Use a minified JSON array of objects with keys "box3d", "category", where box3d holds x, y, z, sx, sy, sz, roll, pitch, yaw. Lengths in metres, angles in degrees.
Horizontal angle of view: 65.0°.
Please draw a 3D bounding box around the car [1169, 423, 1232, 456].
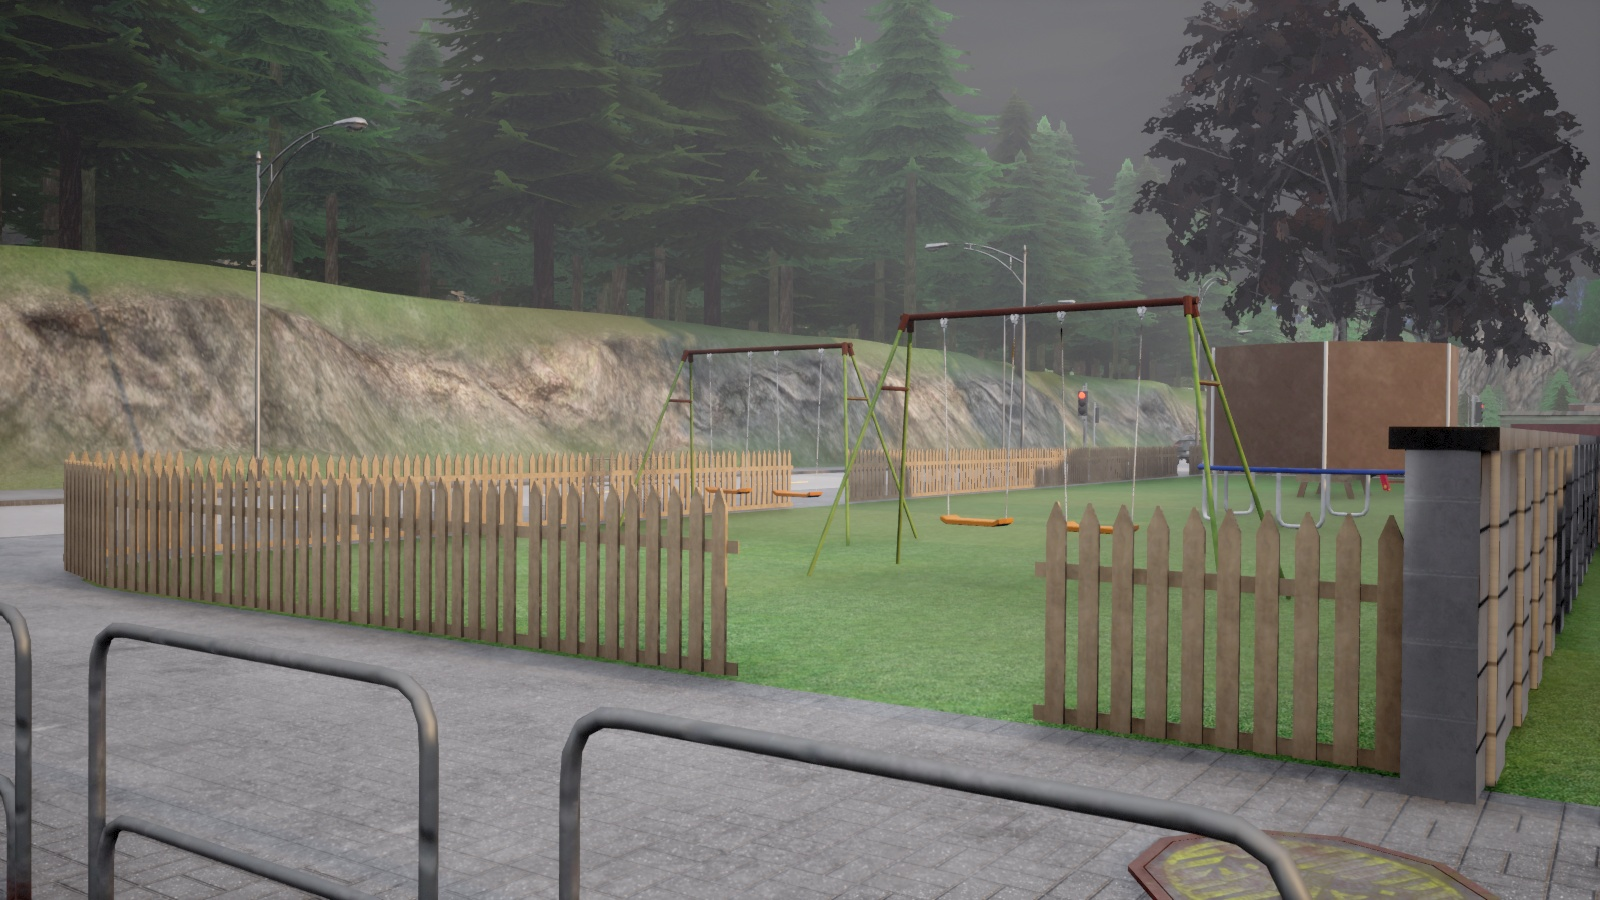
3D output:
[{"box3d":[20.986,-0.577,65.673,2.152,1.651,5.027,0,1,29],"category":"car"}]
